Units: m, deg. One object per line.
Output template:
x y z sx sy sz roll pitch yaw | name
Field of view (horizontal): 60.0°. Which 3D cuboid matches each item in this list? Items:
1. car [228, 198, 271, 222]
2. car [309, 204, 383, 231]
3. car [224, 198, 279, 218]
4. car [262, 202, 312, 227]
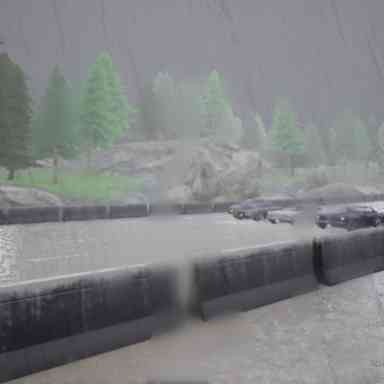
5.135 1.433 24.856 4.181 1.385 1.994 -1 0 -35 | car
9.152 1.471 19.124 4.718 1.301 1.895 -1 0 -36 | car
5.318 1.344 29.285 4.892 1.490 1.837 -1 1 -35 | car
7.119 1.471 21.973 4.718 1.301 1.895 -1 0 -36 | car
